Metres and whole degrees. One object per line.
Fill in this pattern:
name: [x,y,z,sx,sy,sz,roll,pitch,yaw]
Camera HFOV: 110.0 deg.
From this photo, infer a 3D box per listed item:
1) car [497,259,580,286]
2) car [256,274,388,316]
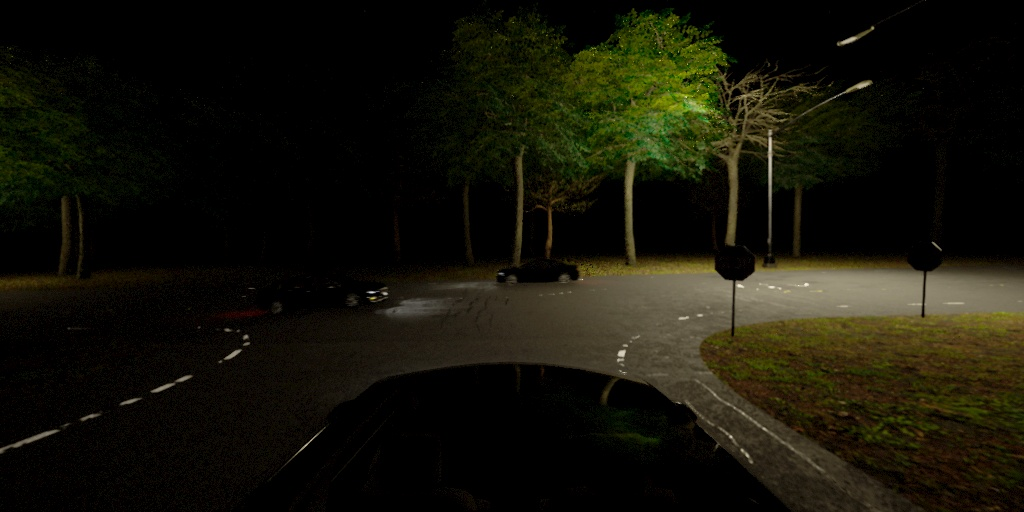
car: [1.580,0.944,21.666,5.008,1.535,1.882,-1,2,-1]
car: [-7.615,1.458,14.590,4.892,1.490,1.837,-4,2,-1]
